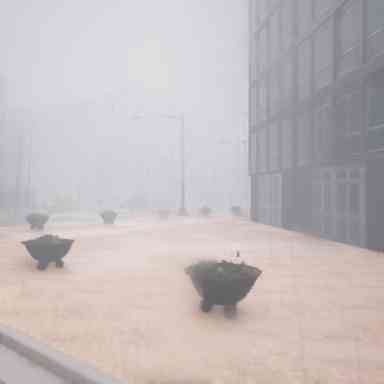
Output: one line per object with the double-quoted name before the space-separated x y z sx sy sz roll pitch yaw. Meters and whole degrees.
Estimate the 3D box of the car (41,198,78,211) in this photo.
"car" -17.769 1.648 44.711 2.097 1.767 4.553 0 -1 36

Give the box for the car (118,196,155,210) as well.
"car" -8.840 1.687 51.141 2.150 2.045 5.566 0 -1 35

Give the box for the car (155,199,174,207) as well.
"car" -5.316 2.136 61.927 2.128 1.511 4.902 0 -1 36
